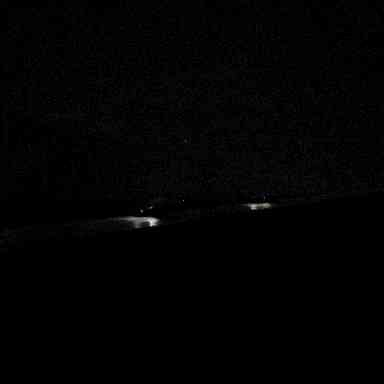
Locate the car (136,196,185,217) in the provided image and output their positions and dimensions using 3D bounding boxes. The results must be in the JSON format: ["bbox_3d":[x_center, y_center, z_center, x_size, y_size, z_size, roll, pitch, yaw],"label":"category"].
[{"bbox_3d":[-2.364,1.096,26.354,1.812,1.442,4.674,0,1,35],"label":"car"}]

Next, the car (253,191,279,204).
[{"bbox_3d":[9.609,0.634,43.163,1.882,1.535,5.008,0,1,36],"label":"car"}]
